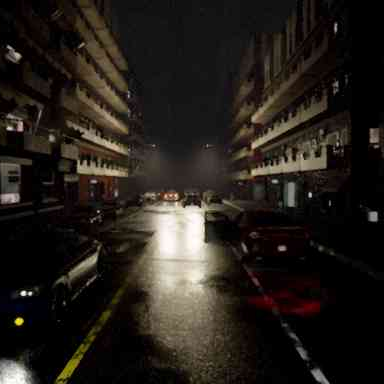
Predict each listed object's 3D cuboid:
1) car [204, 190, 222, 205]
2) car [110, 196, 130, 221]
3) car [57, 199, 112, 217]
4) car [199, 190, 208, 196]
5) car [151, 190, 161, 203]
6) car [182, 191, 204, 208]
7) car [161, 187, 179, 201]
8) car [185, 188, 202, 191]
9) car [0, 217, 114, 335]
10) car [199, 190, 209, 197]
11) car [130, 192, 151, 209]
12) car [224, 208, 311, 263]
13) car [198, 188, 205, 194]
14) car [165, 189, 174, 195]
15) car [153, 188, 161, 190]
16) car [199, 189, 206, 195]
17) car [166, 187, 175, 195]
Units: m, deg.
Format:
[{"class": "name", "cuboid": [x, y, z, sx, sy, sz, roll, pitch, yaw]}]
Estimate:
[{"class": "car", "cuboid": [2.652, 0.811, 39.708, 1.752, 1.417, 4.829, -1, 1, 0]}, {"class": "car", "cuboid": [-5.715, 1.171, 22.758, 1.802, 1.307, 4.206, -1, 1, 0]}, {"class": "car", "cuboid": [-5.711, 1.271, 17.157, 1.802, 1.307, 4.206, -1, 1, 0]}, {"class": "car", "cuboid": [2.625, 0.140, 78.747, 2.008, 1.369, 4.403, -1, 1, 0]}, {"class": "car", "cuboid": [-5.732, 0.738, 45.163, 2.008, 1.369, 4.403, -1, 1, 0]}, {"class": "car", "cuboid": [0.023, 0.900, 34.743, 1.812, 1.442, 4.674, 0, 1, 0]}, {"class": "car", "cuboid": [-3.035, 0.522, 49.844, 2.097, 1.767, 4.553, 0, 1, 0]}, {"class": "car", "cuboid": [-0.031, 0.378, 46.950, 2.150, 2.045, 5.566, 0, 1, 0]}, {"class": "car", "cuboid": [-3.104, 1.443, 6.571, 1.994, 1.385, 4.181, 0, 1, 0]}, {"class": "car", "cuboid": [2.629, 0.255, 73.146, 1.947, 1.339, 4.313, -1, 1, 0]}, {"class": "car", "cuboid": [-5.723, 0.939, 33.961, 2.008, 1.369, 4.403, -1, 1, 0]}, {"class": "car", "cuboid": [2.353, 1.275, 11.163, 1.882, 1.535, 5.008, 0, 1, 0]}, {"class": "car", "cuboid": [2.611, -0.269, 95.549, 1.967, 1.590, 4.097, -1, 1, 0]}, {"class": "car", "cuboid": [-5.760, 0.040, 84.370, 2.008, 1.369, 4.403, -1, 1, 0]}, {"class": "car", "cuboid": [-5.743, 0.303, 56.361, 2.192, 1.841, 5.009, -1, 1, 0]}, {"class": "car", "cuboid": [2.620, 0.012, 84.518, 1.752, 1.417, 4.829, -1, 1, 0]}, {"class": "car", "cuboid": [-5.767, -0.295, 89.968, 2.192, 1.841, 5.009, -1, 1, 0]}]
